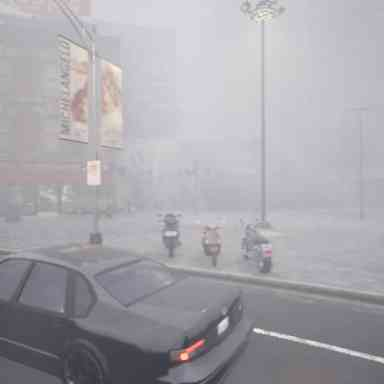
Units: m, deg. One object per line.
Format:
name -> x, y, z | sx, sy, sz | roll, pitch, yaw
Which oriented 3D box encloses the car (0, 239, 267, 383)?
car -> -1.877, 1.509, 4.818 | 5.357, 1.411, 2.033 | 0, 1, 28
